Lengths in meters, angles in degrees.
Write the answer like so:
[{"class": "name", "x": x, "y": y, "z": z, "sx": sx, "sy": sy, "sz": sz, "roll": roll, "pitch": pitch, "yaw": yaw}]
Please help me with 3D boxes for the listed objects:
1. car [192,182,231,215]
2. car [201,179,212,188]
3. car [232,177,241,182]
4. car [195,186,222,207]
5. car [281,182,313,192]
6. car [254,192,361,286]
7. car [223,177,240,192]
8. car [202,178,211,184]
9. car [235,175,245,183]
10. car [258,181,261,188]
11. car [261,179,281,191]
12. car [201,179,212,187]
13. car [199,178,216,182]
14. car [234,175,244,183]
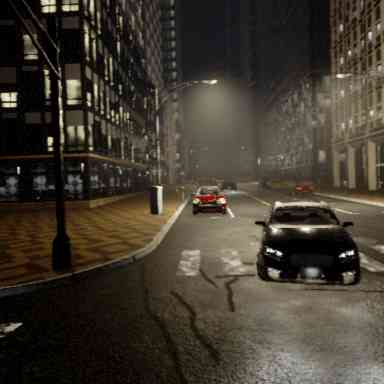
[{"class": "car", "x": 1.005, "y": 0.395, "z": 19.667, "sx": 1.967, "sy": 1.590, "sz": 4.097, "roll": -1, "pitch": 3, "yaw": 2}, {"class": "car", "x": 2.594, "y": -1.512, "z": 58.614, "sx": 1.887, "sy": 1.381, "sz": 4.507, "roll": -1, "pitch": 3, "yaw": 2}, {"class": "car", "x": 12.328, "y": -3.488, "z": 91.725, "sx": 1.947, "sy": 1.339, "sz": 4.313, "roll": -1, "pitch": 3, "yaw": 2}, {"class": "car", "x": 1.234, "y": 0.250, "z": 25.237, "sx": 1.802, "sy": 1.307, "sz": 4.206, "roll": -1, "pitch": 3, "yaw": 2}, {"class": "car", "x": 9.831, "y": -0.312, "z": 30.507, "sx": 1.802, "sy": 1.307, "sz": 4.206, "roll": -1, "pitch": 3, "yaw": 2}, {"class": "car", "x": 2.644, "y": 0.976, "z": 8.098, "sx": 2.128, "sy": 1.511, "sz": 4.902, "roll": -1, "pitch": 3, "yaw": 14}, {"class": "car", "x": 4.607, "y": -0.840, "z": 42.379, "sx": 1.994, "sy": 1.385, "sz": 4.181, "roll": -2, "pitch": 3, "yaw": 2}, {"class": "car", "x": 3.502, "y": -2.639, "z": 80.868, "sx": 1.947, "sy": 1.339, "sz": 4.313, "roll": -1, "pitch": 3, "yaw": 2}, {"class": "car", "x": 11.873, "y": -2.935, "z": 80.593, "sx": 1.887, "sy": 1.381, "sz": 4.507, "roll": -1, "pitch": 3, "yaw": 2}, {"class": "car", "x": 10.512, "y": -1.190, "z": 47.203, "sx": 1.947, "sy": 1.339, "sz": 4.313, "roll": -1, "pitch": 3, "yaw": 2}, {"class": "car", "x": 10.292, "y": -0.952, "z": 41.805, "sx": 1.752, "sy": 1.417, "sz": 4.829, "roll": -1, "pitch": 3, "yaw": 2}, {"class": "car", "x": 2.822, "y": -1.793, "z": 64.178, "sx": 2.008, "sy": 1.369, "sz": 4.403, "roll": -1, "pitch": 3, "yaw": 2}, {"class": "car", "x": 1.457, "y": -0.304, "z": 30.787, "sx": 2.192, "sy": 1.841, "sz": 5.009, "roll": -1, "pitch": 3, "yaw": 2}, {"class": "car", "x": 12.097, "y": -3.451, "z": 86.147, "sx": 2.192, "sy": 1.841, "sz": 5.009, "roll": -1, "pitch": 3, "yaw": 2}]
